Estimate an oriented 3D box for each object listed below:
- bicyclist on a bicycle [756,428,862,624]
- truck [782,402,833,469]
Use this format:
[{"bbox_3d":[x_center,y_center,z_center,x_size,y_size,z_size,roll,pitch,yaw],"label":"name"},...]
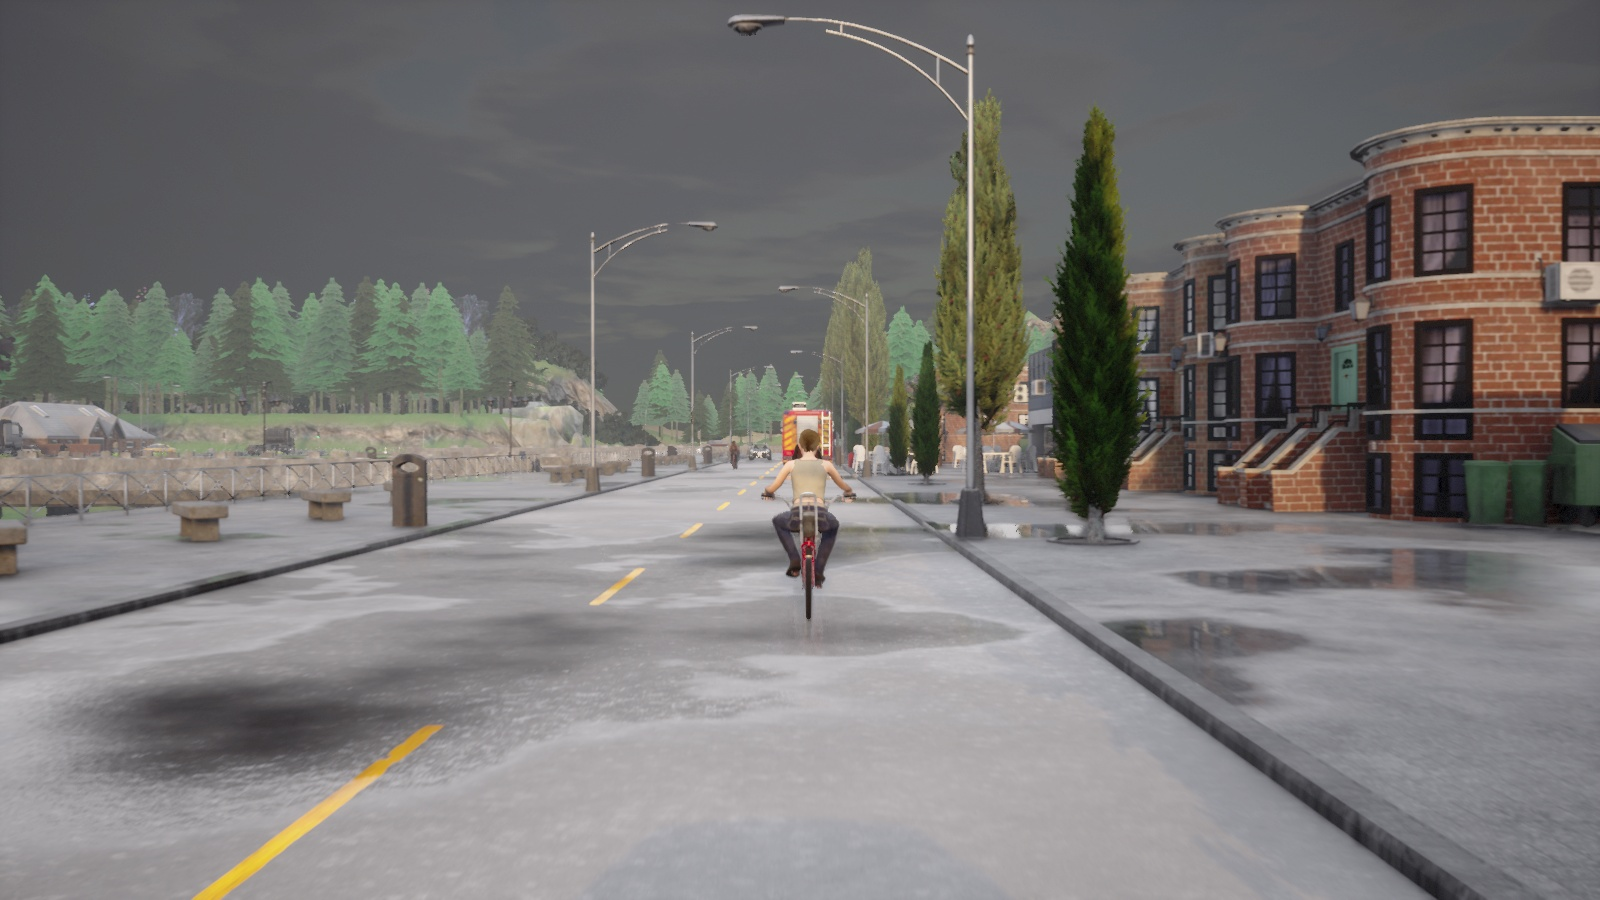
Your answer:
[{"bbox_3d":[0.077,0.621,11.066,0.866,1.612,1.509,0,0,0],"label":"bicyclist on a bicycle"},{"bbox_3d":[0.432,-0.841,75.077,2.891,3.827,8.468,0,0,0],"label":"truck"}]
